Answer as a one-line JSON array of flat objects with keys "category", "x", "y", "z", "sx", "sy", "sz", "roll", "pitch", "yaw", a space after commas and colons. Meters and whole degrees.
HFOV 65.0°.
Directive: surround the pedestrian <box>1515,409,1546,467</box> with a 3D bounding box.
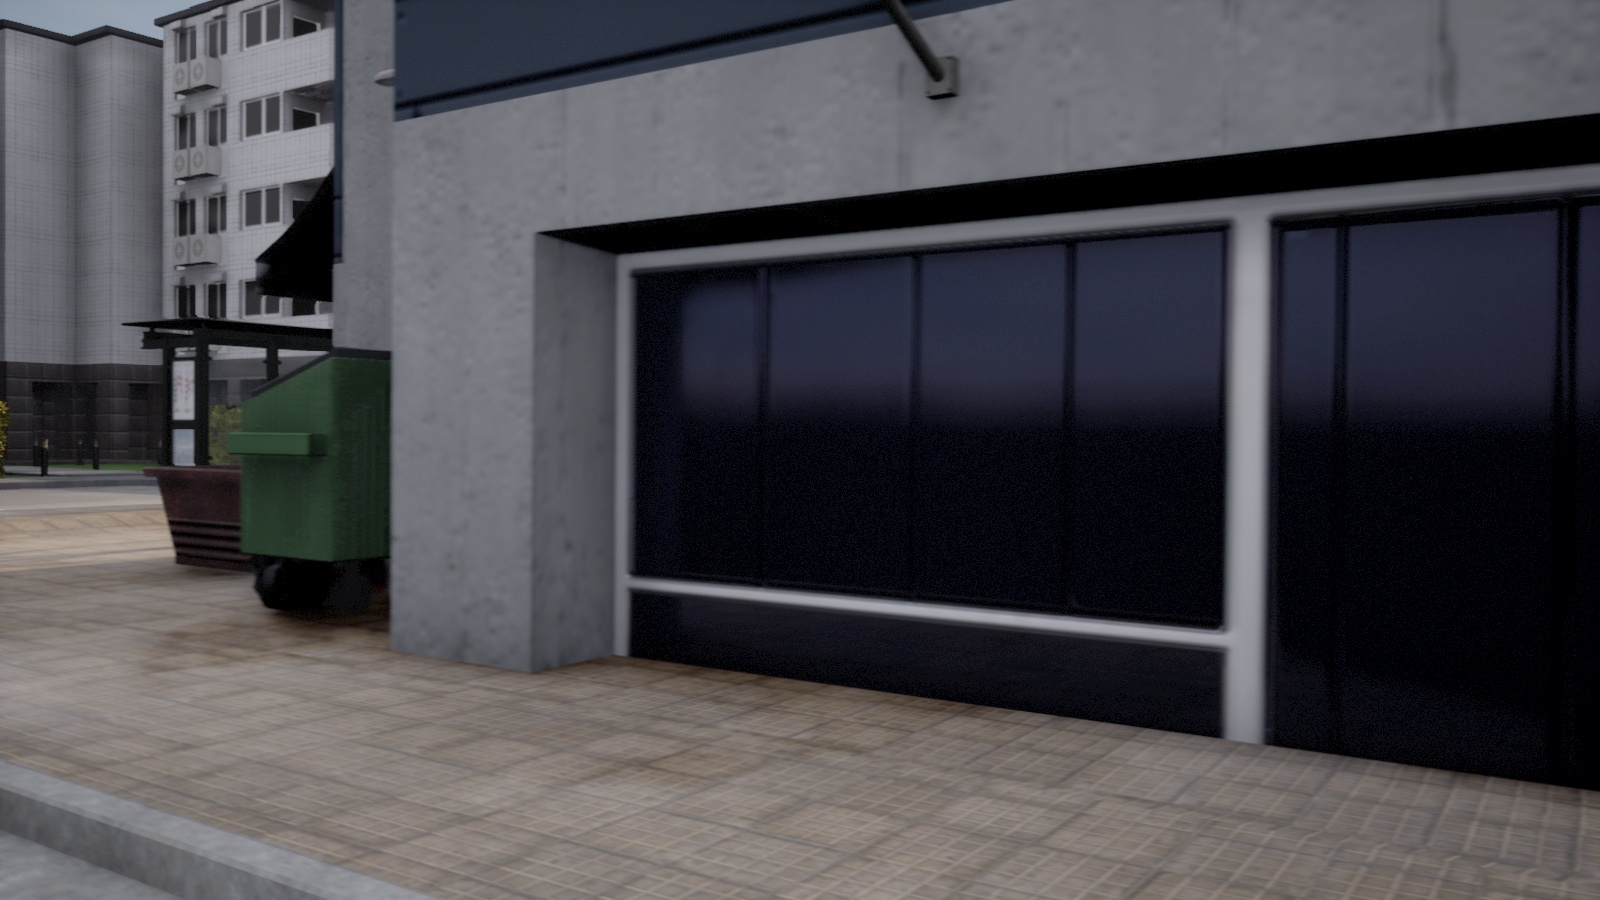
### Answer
[{"category": "pedestrian", "x": 24.071, "y": -0.391, "z": 41.382, "sx": 0.849, "sy": 1.883, "sz": 0.563, "roll": 0, "pitch": 1, "yaw": 36}]
